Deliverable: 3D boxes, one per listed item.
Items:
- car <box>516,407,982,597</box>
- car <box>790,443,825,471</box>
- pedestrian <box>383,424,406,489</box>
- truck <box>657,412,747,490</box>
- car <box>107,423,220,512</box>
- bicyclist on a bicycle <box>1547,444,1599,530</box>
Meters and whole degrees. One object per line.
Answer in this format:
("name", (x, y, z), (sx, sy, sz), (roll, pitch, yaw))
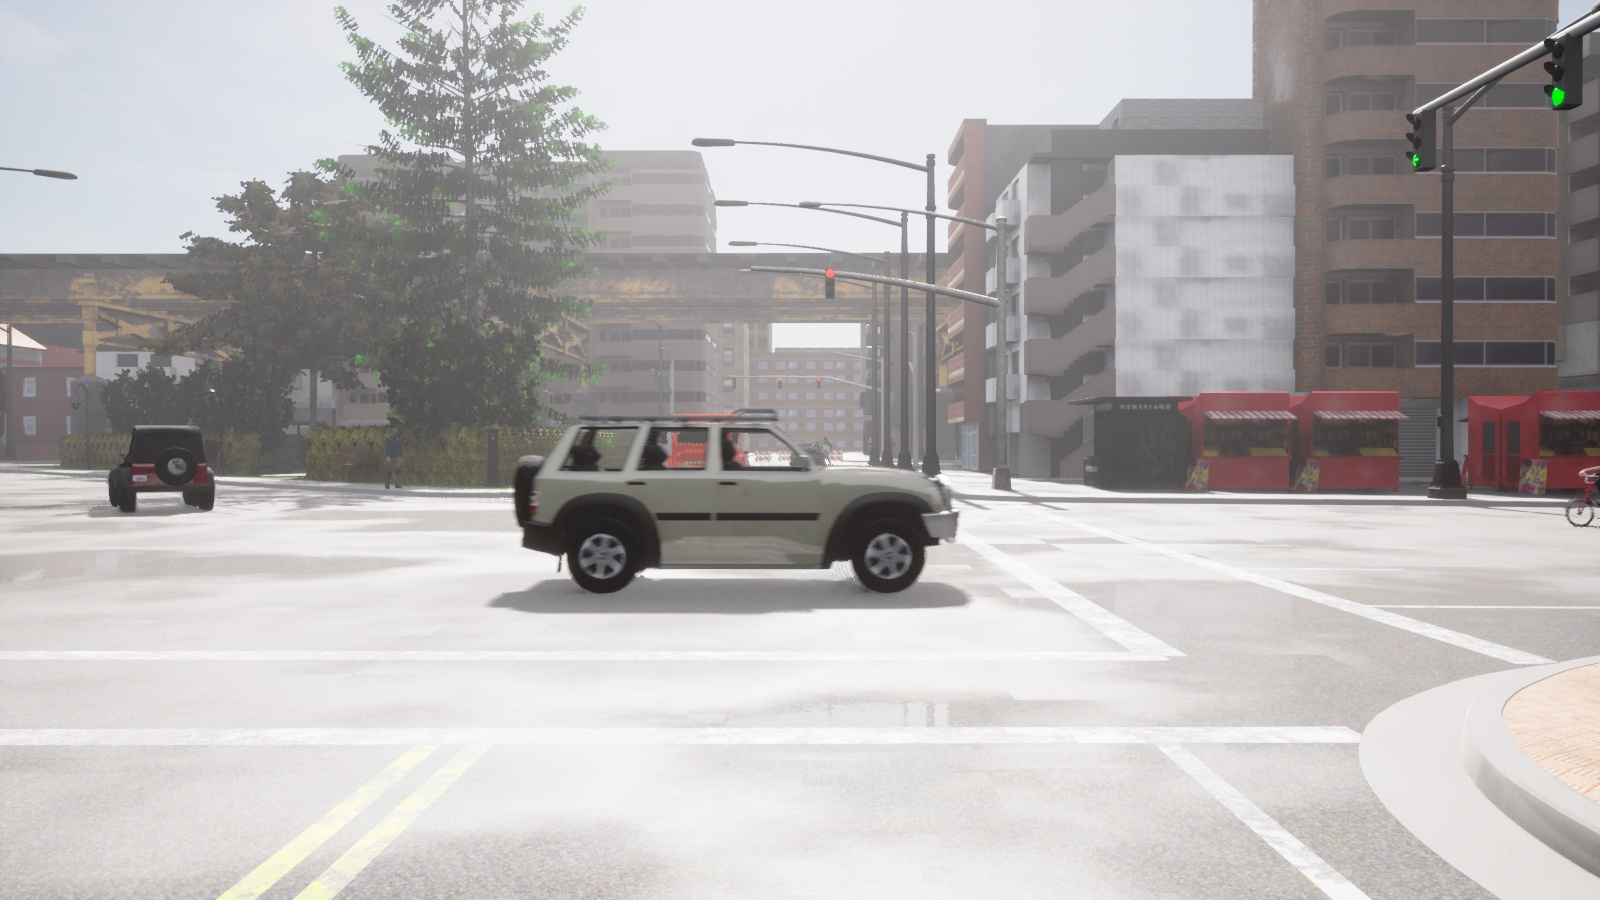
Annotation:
("car", (-0.505, 0.511, 13.371), (4.605, 1.855, 1.932), (0, 0, 0))
("car", (0.406, 0.366, 68.269), (1.837, 1.490, 4.892), (0, 0, 0))
("pedestrian", (-11.727, 0.188, 36.275), (0.402, 1.842, 0.726), (0, 0, -39))
("truck", (-3.240, 0.017, 42.607), (2.627, 2.467, 5.204), (0, 0, 0))
("car", (-14.626, 0.359, 28.742), (1.905, 1.878, 3.866), (0, 0, -33))
("bicyclist on a bicycle", (15.248, 0.691, 23.910), (1.509, 1.612, 0.866), (1, 0, 0))
